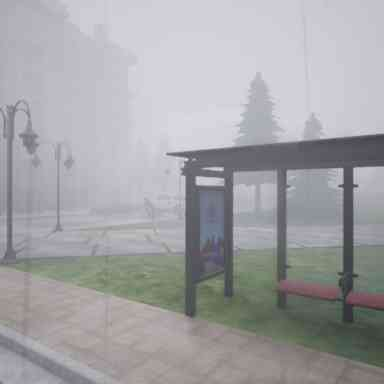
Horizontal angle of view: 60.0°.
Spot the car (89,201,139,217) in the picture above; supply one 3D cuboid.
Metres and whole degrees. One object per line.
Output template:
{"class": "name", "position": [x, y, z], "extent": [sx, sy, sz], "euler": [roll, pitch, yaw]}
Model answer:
{"class": "car", "position": [-7.340, 1.569, 31.455], "extent": [1.895, 1.301, 4.718], "euler": [0, 0, 36]}

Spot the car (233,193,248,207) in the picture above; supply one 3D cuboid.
{"class": "car", "position": [6.437, 1.193, 50.228], "extent": [2.150, 2.045, 5.566], "euler": [0, 0, 36]}

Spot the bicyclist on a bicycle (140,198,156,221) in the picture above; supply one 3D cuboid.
{"class": "bicyclist on a bicycle", "position": [-3.254, 1.274, 24.355], "extent": [1.656, 1.620, 0.582], "euler": [0, 0, 36]}

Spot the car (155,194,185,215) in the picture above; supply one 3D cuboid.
{"class": "car", "position": [-1.300, 1.191, 33.449], "extent": [2.150, 2.045, 5.566], "euler": [0, 0, 37]}
